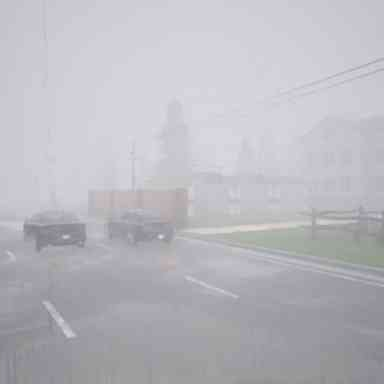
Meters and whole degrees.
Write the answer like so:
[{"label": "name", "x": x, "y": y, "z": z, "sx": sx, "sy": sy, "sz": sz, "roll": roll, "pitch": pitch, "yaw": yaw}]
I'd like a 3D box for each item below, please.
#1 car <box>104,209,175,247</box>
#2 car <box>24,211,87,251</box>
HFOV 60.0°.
[{"label": "car", "x": -2.617, "y": 1.584, "z": 15.707, "sx": 1.837, "sy": 1.490, "sz": 4.892, "roll": 0, "pitch": 0, "yaw": -34}, {"label": "car", "x": -6.164, "y": 1.556, "z": 14.712, "sx": 1.882, "sy": 1.535, "sz": 5.008, "roll": 0, "pitch": 0, "yaw": -34}]
